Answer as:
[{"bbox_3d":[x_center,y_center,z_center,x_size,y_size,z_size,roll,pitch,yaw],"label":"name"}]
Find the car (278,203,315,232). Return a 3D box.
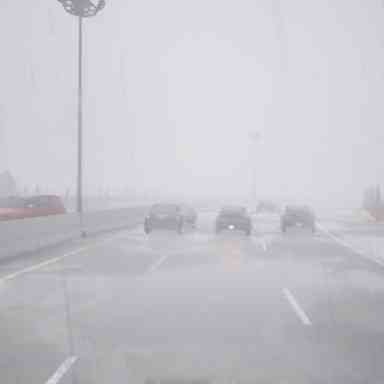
[{"bbox_3d":[6.423,1.522,20.485,1.837,1.490,4.892,0,0,14],"label":"car"}]

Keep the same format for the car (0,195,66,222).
[{"bbox_3d":[-8.800,1.172,17.305,2.150,2.045,5.566,0,0,11],"label":"car"}]

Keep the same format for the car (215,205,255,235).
[{"bbox_3d":[2.484,1.505,19.016,1.837,1.490,4.892,0,0,12],"label":"car"}]

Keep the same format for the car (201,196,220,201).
[{"bbox_3d":[2.919,1.473,55.821,2.128,1.511,4.902,0,0,34],"label":"car"}]

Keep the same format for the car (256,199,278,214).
[{"bbox_3d":[8.288,1.522,36.194,1.837,1.490,4.892,0,0,24],"label":"car"}]

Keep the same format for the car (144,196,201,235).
[{"bbox_3d":[-1.081,1.336,19.000,2.097,1.767,4.553,0,0,12],"label":"car"}]

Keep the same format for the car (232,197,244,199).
[{"bbox_3d":[7.663,1.528,56.569,1.812,1.442,4.674,0,0,35],"label":"car"}]

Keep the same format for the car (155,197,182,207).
[{"bbox_3d":[-3.602,1.461,51.772,1.837,1.490,4.892,0,-1,29],"label":"car"}]
